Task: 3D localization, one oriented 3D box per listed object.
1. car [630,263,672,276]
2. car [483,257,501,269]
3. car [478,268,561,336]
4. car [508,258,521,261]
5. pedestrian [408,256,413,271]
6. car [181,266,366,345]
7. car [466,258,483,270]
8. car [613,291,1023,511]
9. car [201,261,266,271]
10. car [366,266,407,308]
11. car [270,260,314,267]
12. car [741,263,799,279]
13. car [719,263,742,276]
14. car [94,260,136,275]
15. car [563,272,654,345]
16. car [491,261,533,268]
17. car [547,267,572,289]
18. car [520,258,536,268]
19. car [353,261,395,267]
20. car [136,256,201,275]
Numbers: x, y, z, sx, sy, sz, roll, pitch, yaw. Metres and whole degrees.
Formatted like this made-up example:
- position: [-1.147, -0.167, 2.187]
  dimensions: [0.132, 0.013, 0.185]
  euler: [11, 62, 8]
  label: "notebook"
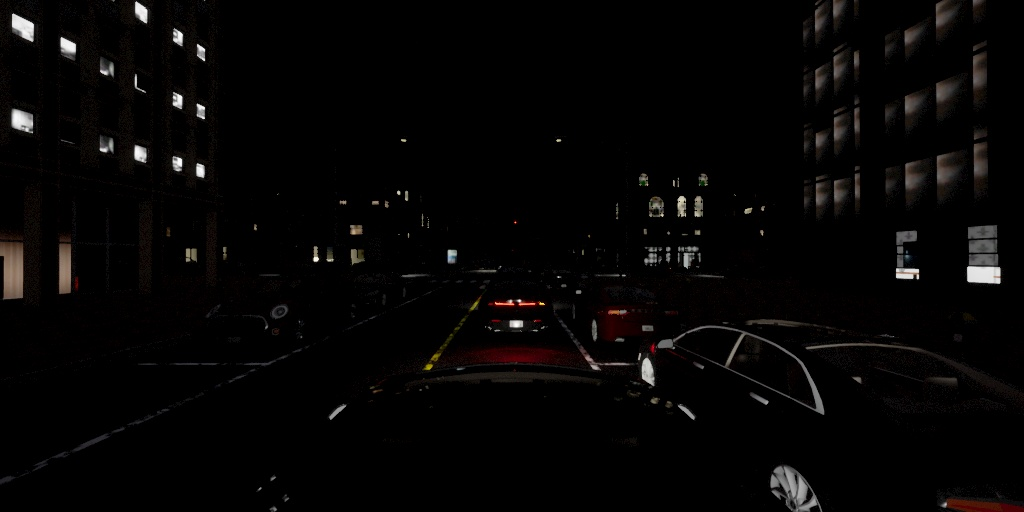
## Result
- position: [14.782, 1.403, 38.296]
  dimensions: [4.181, 1.385, 1.994]
  euler: [0, 0, 1]
  label: "car"
- position: [-3.124, 1.234, 53.781]
  dimensions: [1.882, 1.535, 5.008]
  euler: [0, 0, 1]
  label: "car"
- position: [0.094, 1.256, 10.342]
  dimensions: [1.837, 1.490, 4.892]
  euler: [0, 0, 0]
  label: "car"
- position: [0.057, 1.249, 54.898]
  dimensions: [2.128, 1.511, 4.902]
  euler: [0, 0, 0]
  label: "car"
- position: [-12.585, 0.885, 44.235]
  dimensions: [0.375, 1.860, 0.375]
  euler: [0, -1, 1]
  label: "pedestrian"
- position: [-5.696, 1.190, 9.336]
  dimensions: [1.967, 1.591, 4.097]
  euler: [0, 0, 0]
  label: "car"
- position: [-5.730, 1.338, 53.106]
  dimensions: [1.802, 1.307, 4.207]
  euler: [0, 0, 0]
  label: "car"
- position: [2.689, 1.301, 3.634]
  dimensions: [2.007, 1.370, 4.403]
  euler: [0, 0, 0]
  label: "car"
- position: [-25.440, 1.177, 33.091]
  dimensions: [4.403, 1.370, 2.007]
  euler: [0, 0, 1]
  label: "car"
- position: [-5.700, 1.302, 15.028]
  dimensions: [2.007, 1.370, 4.403]
  euler: [0, 0, 0]
  label: "car"
- position: [-25.485, 1.197, 41.473]
  dimensions: [4.829, 1.417, 1.751]
  euler: [0, 0, 1]
  label: "car"
- position: [23.618, 1.433, 32.339]
  dimensions: [4.207, 1.307, 1.802]
  euler: [0, 0, 1]
  label: "car"
- position: [24.597, 1.413, 38.157]
  dimensions: [4.674, 1.442, 1.812]
  euler: [0, 0, 1]
  label: "car"
- position: [-36.513, 1.130, 33.252]
  dimensions: [4.403, 1.370, 2.007]
  euler: [0, 0, 1]
  label: "car"
- position: [2.685, 1.296, 9.326]
  dimensions: [1.888, 1.381, 4.507]
  euler: [0, 0, 0]
  label: "car"
- position: [0.081, 1.230, 20.531]
  dimensions: [1.882, 1.535, 5.008]
  euler: [0, 0, 2]
  label: "car"
- position: [2.676, 1.302, 20.710]
  dimensions: [2.007, 1.370, 4.403]
  euler: [0, 0, 0]
  label: "car"
- position: [2.650, 1.322, 53.100]
  dimensions: [1.948, 1.339, 4.313]
  euler: [0, 0, 0]
  label: "car"
- position: [-13.354, 1.199, 35.727]
  dimensions: [4.892, 1.490, 1.837]
  euler: [0, 0, -3]
  label: "car"
- position: [-30.976, 0.917, 33.171]
  dimensions: [5.009, 1.841, 2.192]
  euler: [0, 0, 1]
  label: "car"
